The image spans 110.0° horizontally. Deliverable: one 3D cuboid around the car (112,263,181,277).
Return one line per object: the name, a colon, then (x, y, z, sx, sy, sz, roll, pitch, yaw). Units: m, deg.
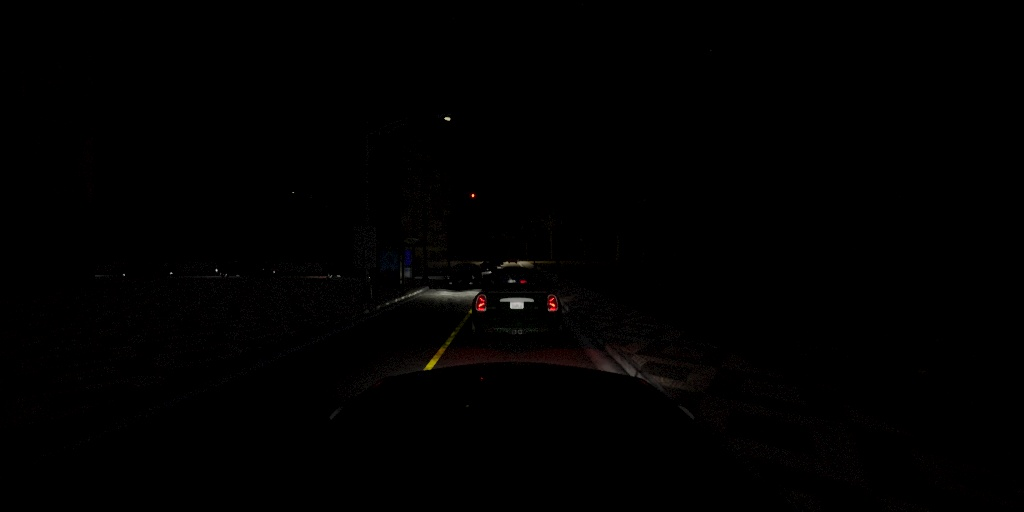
car: (-33.052, 1.248, 32.532, 4.718, 1.301, 1.895, 0, 1, 2)

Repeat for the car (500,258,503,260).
car: (-2.896, 1.183, 60.951, 1.837, 1.490, 4.892, 0, 0, 0)

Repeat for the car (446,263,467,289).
car: (-3.031, 1.213, 23.507, 1.882, 1.535, 5.008, 0, 0, 0)

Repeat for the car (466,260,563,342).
car: (0.116, 1.099, 9.949, 2.097, 1.767, 4.553, 0, 0, 0)

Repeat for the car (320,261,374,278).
car: (-14.443, 1.191, 31.996, 4.902, 1.511, 2.128, 0, 1, 2)

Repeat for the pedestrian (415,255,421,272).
pedestrian: (-9.969, 0.799, 38.103, 0.375, 1.860, 0.375, 0, 0, 2)

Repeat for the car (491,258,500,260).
car: (-2.958, 1.249, 46.114, 2.033, 1.411, 5.357, 0, 0, 0)

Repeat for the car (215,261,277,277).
car: (-23.815, 1.164, 32.263, 4.902, 1.511, 2.128, 0, 1, 2)
